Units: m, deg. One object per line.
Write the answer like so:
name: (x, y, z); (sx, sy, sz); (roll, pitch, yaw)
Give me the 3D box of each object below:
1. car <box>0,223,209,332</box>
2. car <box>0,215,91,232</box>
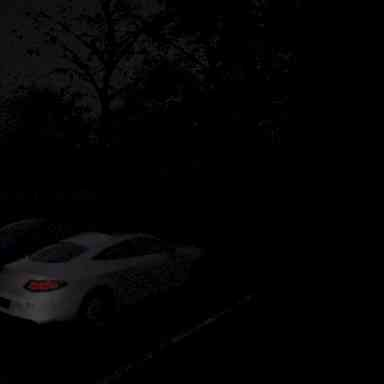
car: (-1.464, 1.488, 6.857); (2.002, 1.452, 4.674); (0, 0, 35)
car: (-4.023, 1.427, 8.691); (2.097, 1.535, 5.008); (0, 0, 35)
